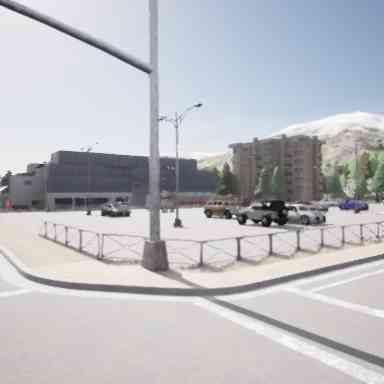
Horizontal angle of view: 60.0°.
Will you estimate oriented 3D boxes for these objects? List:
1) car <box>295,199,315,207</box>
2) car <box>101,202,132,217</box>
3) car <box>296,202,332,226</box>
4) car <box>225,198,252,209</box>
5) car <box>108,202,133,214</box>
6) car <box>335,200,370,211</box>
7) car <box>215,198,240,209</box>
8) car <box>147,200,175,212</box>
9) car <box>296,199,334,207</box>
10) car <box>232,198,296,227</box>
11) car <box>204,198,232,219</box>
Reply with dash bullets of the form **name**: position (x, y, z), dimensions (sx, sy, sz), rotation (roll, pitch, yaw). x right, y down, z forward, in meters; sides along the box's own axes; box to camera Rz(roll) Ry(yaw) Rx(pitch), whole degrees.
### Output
- **car**: position (23.178, 2.177, 68.277), dimensions (1.845, 1.501, 3.633), rotation (0, -1, -36)
- **car**: position (-8.354, 1.977, 36.147), dimensions (2.007, 1.523, 4.514), rotation (0, -1, -36)
- **car**: position (8.114, 1.707, 25.223), dimensions (1.970, 1.475, 3.806), rotation (0, -1, -36)
- **car**: position (8.015, 1.908, 57.532), dimensions (1.932, 1.855, 4.605), rotation (0, -1, -36)
- **car**: position (-9.501, 2.036, 44.007), dimensions (1.970, 1.475, 3.806), rotation (0, -1, -36)
- **car**: position (21.786, 1.798, 44.589), dimensions (1.845, 1.501, 3.633), rotation (0, -1, -36)
- **car**: position (5.898, 1.881, 55.500), dimensions (1.905, 1.878, 3.866), rotation (0, -1, -36)
- **car**: position (-4.484, 1.961, 48.022), dimensions (2.152, 1.636, 5.027), rotation (0, -1, -36)
- **car**: position (13.652, 1.780, 38.784), dimensions (2.007, 1.523, 4.514), rotation (0, -1, -36)
- **car**: position (5.057, 1.435, 23.780), dimensions (1.905, 1.878, 3.866), rotation (0, -1, -36)
- **car**: position (3.126, 1.595, 32.084), dimensions (1.932, 1.855, 4.605), rotation (0, -1, -36)
